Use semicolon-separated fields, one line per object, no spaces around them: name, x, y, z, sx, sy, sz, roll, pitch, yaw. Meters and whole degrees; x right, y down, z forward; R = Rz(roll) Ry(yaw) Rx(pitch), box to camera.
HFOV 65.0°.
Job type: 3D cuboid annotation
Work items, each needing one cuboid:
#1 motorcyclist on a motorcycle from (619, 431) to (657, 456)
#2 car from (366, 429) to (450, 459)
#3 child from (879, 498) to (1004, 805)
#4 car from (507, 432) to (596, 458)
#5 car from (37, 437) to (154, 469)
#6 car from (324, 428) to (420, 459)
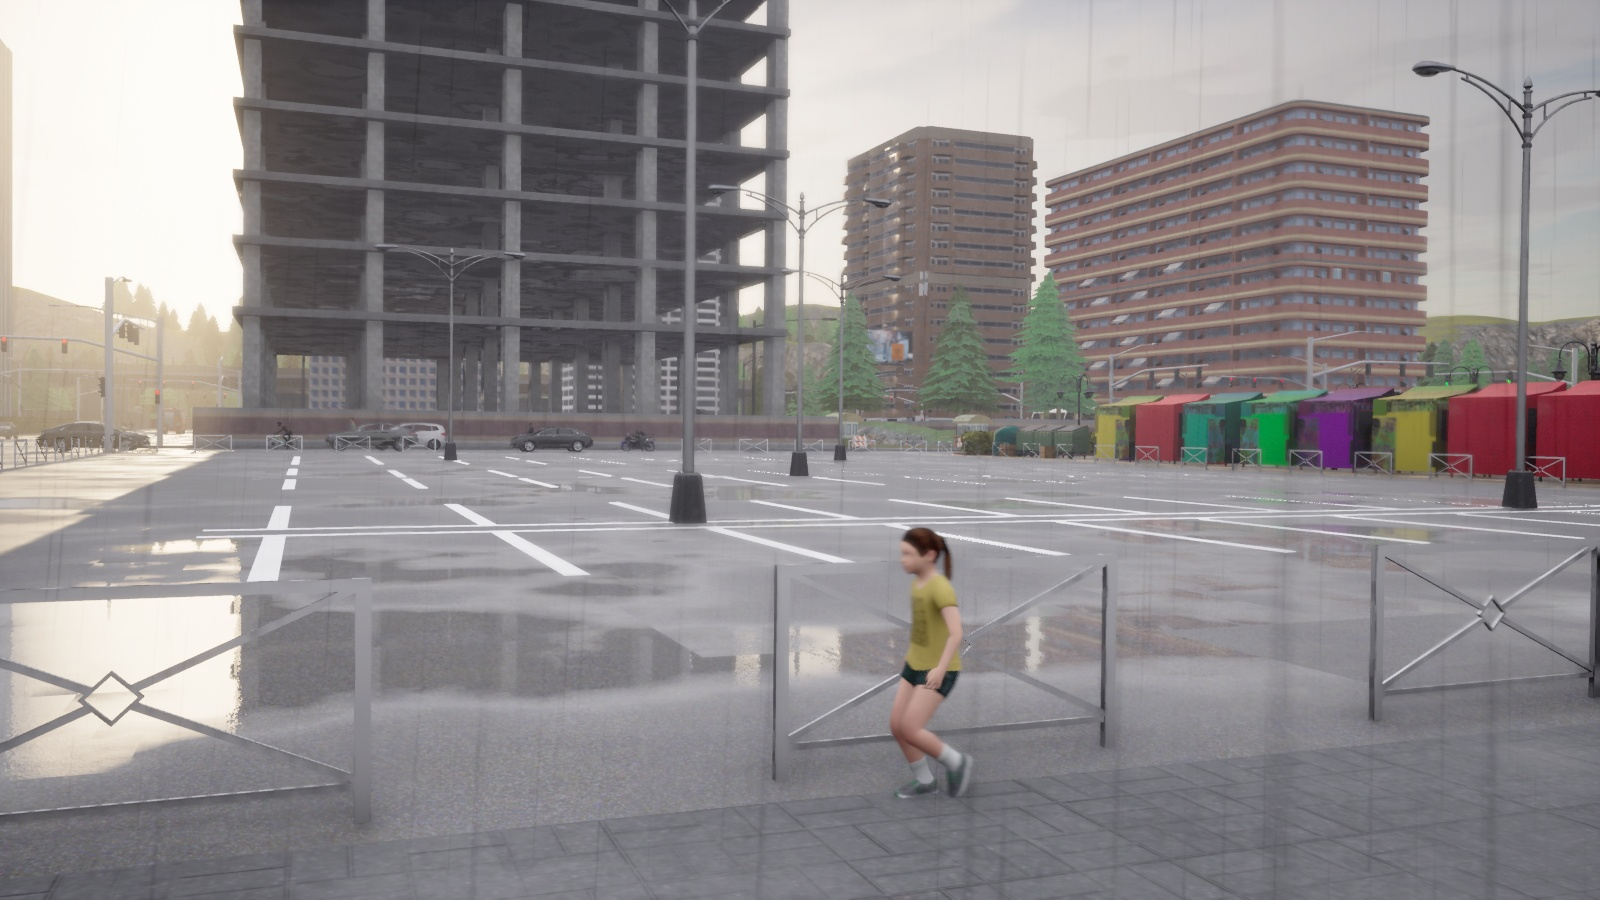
motorcyclist on a motorcycle;-10.375;-0.419;80.431;2.191;1.530;0.866;-1;1;-22
car;-23.501;-0.382;75.183;4.611;1.667;2.242;-1;1;-22
child;0.542;0.752;4.822;0.394;1.110;0.255;-1;1;-21
car;-14.821;-0.311;74.886;4.892;1.490;1.837;-1;1;-22
car;-35.229;0.118;62.935;4.892;1.490;1.837;-1;1;-22
car;-24.227;-0.374;71.120;5.027;1.651;2.152;-1;1;-22
